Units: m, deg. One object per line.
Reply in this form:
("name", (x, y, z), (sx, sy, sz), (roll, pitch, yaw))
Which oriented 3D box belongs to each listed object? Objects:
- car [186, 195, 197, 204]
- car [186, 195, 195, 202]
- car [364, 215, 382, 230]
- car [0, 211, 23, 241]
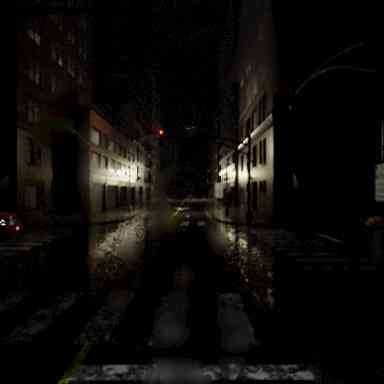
("car", (-0.126, 1.482, 59.381), (1.895, 1.301, 4.718), (0, 0, 0))
("car", (-0.274, 1.373, 71.715), (1.812, 1.442, 4.674), (0, 0, 0))
("car", (12.352, 1.488, 18.752), (4.829, 1.417, 1.752), (0, 0, 0))
("car", (-10.178, 1.195, 13.781), (5.566, 2.045, 2.150), (0, 0, -9))
